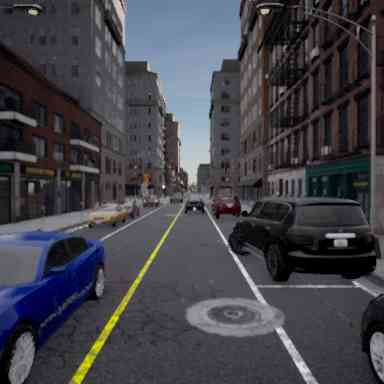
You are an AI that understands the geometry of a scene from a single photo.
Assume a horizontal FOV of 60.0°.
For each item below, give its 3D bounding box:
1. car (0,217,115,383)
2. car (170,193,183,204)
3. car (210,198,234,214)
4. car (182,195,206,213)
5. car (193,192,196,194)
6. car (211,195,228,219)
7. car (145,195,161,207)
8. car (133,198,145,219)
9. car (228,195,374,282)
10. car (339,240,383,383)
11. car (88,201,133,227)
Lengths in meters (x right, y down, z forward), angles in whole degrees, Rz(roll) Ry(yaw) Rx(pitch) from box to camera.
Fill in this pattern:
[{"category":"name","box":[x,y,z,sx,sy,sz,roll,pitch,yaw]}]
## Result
[{"category":"car","box":[-2.823,1.434,5.356,1.882,1.535,5.008,0,0,0]},{"category":"car","box":[-2.476,0.961,54.058,2.097,1.767,4.553,0,1,1]},{"category":"car","box":[2.803,1.318,32.211,1.947,1.339,4.313,0,0,0]},{"category":"car","box":[0.261,1.253,32.905,1.837,1.490,4.892,0,1,0]},{"category":"car","box":[0.341,1.126,47.920,1.882,1.535,5.008,0,0,0]},{"category":"car","box":[2.774,1.106,26.756,2.192,1.841,5.009,0,0,0]},{"category":"car","box":[-5.166,1.119,43.162,1.967,1.590,4.097,0,0,0]},{"category":"car","box":[-5.250,1.374,26.803,1.802,1.307,4.206,0,0,0]},{"category":"car","box":[2.825,1.144,9.703,2.150,2.045,5.566,0,1,-7]},{"category":"car","box":[3.031,1.484,2.262,1.837,1.490,4.892,0,0,0]},{"category":"car","box":[-5.279,1.359,21.180,1.752,1.417,4.829,0,0,0]}]
